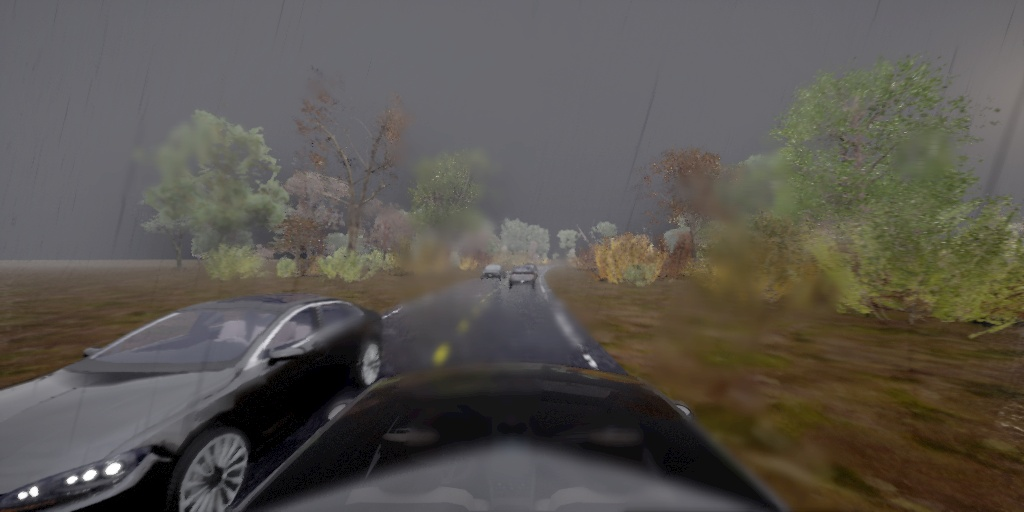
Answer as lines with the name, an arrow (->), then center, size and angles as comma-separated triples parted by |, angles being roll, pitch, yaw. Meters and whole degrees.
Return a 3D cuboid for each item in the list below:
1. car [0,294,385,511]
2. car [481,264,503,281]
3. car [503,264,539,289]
car -> -3.054, 1.256, 4.131 | 2.128, 1.511, 4.902 | 0, -1, 1
car -> -1.764, 1.521, 34.980 | 1.882, 1.535, 5.008 | 0, -1, 5
car -> 0.789, 1.453, 25.317 | 2.128, 1.511, 4.902 | 0, 0, 3
